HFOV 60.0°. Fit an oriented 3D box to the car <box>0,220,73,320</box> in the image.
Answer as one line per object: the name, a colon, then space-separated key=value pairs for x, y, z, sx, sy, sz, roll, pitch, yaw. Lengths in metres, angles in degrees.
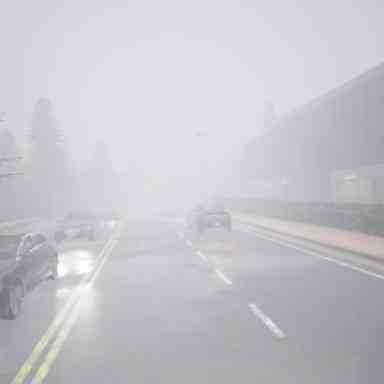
car: x=-4.500 y=1.727 z=7.730 sx=2.128 sy=1.511 sz=4.902 roll=-3 pitch=0 yaw=-9

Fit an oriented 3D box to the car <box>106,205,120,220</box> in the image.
car: x=-8.040 y=1.973 z=31.840 sx=1.994 sy=1.385 sz=4.181 roll=-3 pitch=0 yaw=-7

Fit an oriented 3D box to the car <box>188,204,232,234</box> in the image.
car: x=0.910 y=1.431 z=19.112 sx=2.128 sy=1.511 sz=4.902 roll=-3 pitch=0 yaw=-8

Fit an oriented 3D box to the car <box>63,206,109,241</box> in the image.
car: x=-6.088 y=1.806 z=18.205 sx=2.128 sy=1.511 sz=4.902 roll=-3 pitch=0 yaw=-9
